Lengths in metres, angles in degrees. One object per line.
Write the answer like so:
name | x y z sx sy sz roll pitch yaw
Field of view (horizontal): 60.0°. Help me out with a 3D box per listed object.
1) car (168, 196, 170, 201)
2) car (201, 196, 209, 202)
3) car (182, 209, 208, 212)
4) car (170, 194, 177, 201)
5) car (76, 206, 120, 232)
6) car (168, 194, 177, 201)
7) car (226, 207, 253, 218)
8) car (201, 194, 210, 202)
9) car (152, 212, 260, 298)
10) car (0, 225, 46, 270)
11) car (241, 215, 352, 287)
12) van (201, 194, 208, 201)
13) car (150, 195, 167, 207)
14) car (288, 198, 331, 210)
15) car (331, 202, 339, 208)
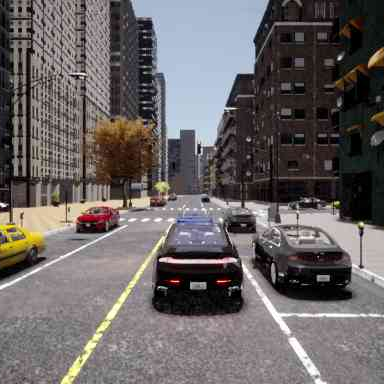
car | -5.404 1.607 58.089 1.947 1.339 4.313 0 0 0
car | 3.088 1.599 80.308 1.752 1.417 4.829 0 0 0
car | 0.167 1.605 18.591 1.895 1.301 4.718 0 0 1
car | -5.266 1.650 85.704 1.947 1.339 4.313 0 0 0
car | -5.593 1.549 20.179 1.887 1.381 4.507 0 0 0
car | -5.239 1.410 91.226 2.192 1.841 5.009 0 0 0
car | 2.787 1.555 20.137 2.008 1.369 4.403 0 0 0
car | 3.059 1.630 74.615 1.947 1.339 4.313 0 0 0
car | 0.130 1.492 8.473 2.128 1.511 4.902 0 0 0
car | -5.649 1.526 8.943 1.752 1.417 4.829 0 0 0
car | 2.732 1.552 9.071 2.008 1.369 4.403 0 0 0
van | 3.114 1.425 85.662 1.690 1.788 3.998 0 0 0
car | -5.432 1.349 52.567 2.192 1.841 5.009 0 0 0
car | 13.620 1.359 39.489 4.403 1.369 2.008 -1 1 0
car | 19.017 1.259 39.516 4.829 1.417 1.752 -1 1 0
